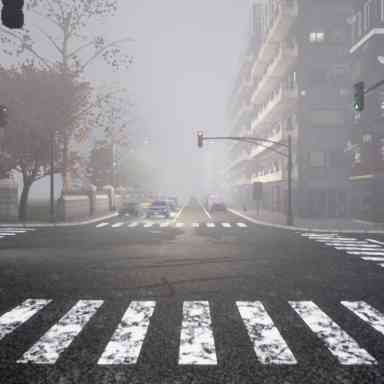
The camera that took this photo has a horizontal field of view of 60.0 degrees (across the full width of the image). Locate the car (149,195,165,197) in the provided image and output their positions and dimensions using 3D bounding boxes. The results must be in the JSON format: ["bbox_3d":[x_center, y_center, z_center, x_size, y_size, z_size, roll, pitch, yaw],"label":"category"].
[{"bbox_3d":[-5.529,1.346,47.819,2.192,1.841,5.009,0,0,0],"label":"car"}]

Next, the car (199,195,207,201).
[{"bbox_3d":[2.980,1.543,87.201,1.967,1.590,4.097,0,0,0],"label":"car"}]

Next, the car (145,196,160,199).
[{"bbox_3d":[-5.548,1.549,42.019,1.752,1.417,4.829,0,0,0],"label":"car"}]

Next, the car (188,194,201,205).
[{"bbox_3d":[0.303,1.577,61.343,1.812,1.442,4.674,0,0,0],"label":"car"}]

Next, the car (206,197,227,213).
[{"bbox_3d":[2.813,1.563,36.530,1.887,1.381,4.507,0,0,0],"label":"car"}]

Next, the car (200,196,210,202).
[{"bbox_3d":[2.943,1.628,75.942,2.008,1.369,4.403,0,0,0],"label":"car"}]

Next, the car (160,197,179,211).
[{"bbox_3d":[-2.960,1.623,40.245,1.895,1.301,4.718,0,0,0],"label":"car"}]

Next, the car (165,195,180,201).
[{"bbox_3d":[-2.910,1.540,50.436,1.837,1.490,4.892,0,0,0],"label":"car"}]

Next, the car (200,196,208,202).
[{"bbox_3d":[2.961,1.634,81.572,1.887,1.381,4.507,0,0,0],"label":"car"}]

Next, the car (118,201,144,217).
[{"bbox_3d":[-5.585,1.579,30.928,1.947,1.339,4.313,0,0,0],"label":"car"}]

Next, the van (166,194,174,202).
[{"bbox_3d":[-5.419,1.431,81.600,1.690,1.788,3.998,0,0,0],"label":"van"}]

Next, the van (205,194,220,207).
[{"bbox_3d":[2.833,1.365,42.161,1.690,1.788,3.998,0,0,0],"label":"van"}]

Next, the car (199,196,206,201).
[{"bbox_3d":[2.998,1.699,92.832,1.802,1.307,4.206,0,0,0],"label":"car"}]

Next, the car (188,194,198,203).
[{"bbox_3d":[0.246,1.424,71.423,2.097,1.767,4.553,0,0,0],"label":"car"}]

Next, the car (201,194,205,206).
[{"bbox_3d":[2.869,1.479,53.422,1.967,1.590,4.097,0,0,0],"label":"car"}]

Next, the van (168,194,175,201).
[{"bbox_3d":[-5.400,1.444,87.229,1.690,1.788,3.998,0,0,0],"label":"van"}]

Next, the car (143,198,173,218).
[{"bbox_3d":[-2.993,1.539,30.321,1.812,1.442,4.674,0,0,0],"label":"car"}]

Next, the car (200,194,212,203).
[{"bbox_3d":[2.925,1.382,70.312,2.192,1.841,5.009,0,0,0],"label":"car"}]

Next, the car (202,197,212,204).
[{"bbox_3d":[2.906,1.602,64.681,1.887,1.381,4.507,0,0,0],"label":"car"}]
